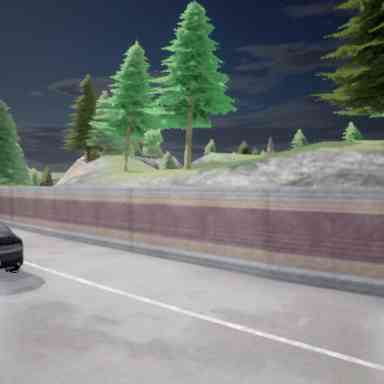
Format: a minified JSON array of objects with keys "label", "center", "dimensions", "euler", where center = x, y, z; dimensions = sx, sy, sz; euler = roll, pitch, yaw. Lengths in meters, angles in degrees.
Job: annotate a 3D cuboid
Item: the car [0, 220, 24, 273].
[{"label":"car","center":[-6.465,1.417,9.328],"dimensions":[4.892,1.490,1.837],"euler":[1,0,40]}]
